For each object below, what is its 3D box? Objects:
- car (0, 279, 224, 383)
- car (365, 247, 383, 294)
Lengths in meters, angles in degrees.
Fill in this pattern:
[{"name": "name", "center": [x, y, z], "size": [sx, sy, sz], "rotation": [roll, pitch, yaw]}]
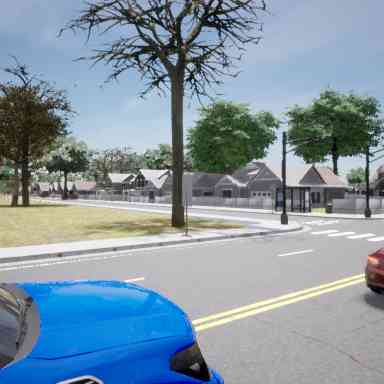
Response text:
[{"name": "car", "center": [-2.399, 1.222, 1.730], "size": [5.566, 2.045, 2.150], "rotation": [0, 0, -36]}, {"name": "car", "center": [5.677, 1.525, 7.464], "size": [4.674, 1.442, 1.812], "rotation": [0, 0, -36]}]
